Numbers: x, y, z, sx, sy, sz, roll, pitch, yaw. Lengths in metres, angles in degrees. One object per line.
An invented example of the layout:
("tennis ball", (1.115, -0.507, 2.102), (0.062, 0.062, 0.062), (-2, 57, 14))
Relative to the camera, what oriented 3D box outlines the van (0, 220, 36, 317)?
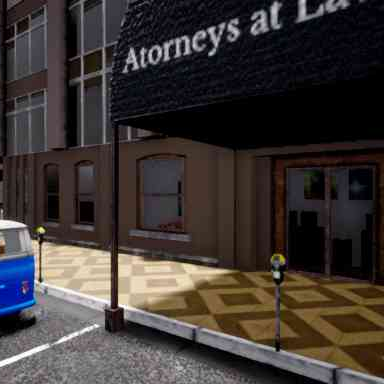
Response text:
("van", (-4.573, 1.341, 6.122), (3.998, 1.788, 1.690), (0, 0, 35))
